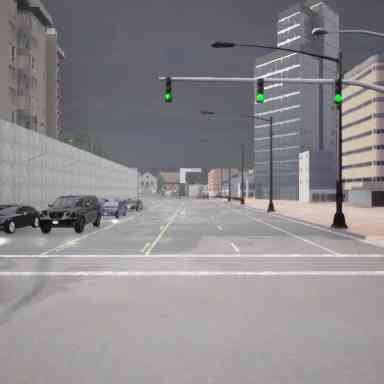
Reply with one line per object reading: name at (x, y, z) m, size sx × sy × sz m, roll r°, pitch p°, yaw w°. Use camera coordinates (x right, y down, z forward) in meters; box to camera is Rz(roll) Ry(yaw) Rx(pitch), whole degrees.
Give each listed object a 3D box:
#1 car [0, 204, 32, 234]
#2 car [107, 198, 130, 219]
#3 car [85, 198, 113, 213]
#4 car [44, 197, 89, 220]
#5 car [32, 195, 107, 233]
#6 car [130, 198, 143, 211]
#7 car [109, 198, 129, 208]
car at (-10.612, 1.505, 19.423) m, size 1.837 × 1.490 × 4.892 m, roll 0°, pitch 0°, yaw 0°
car at (-7.117, 1.526, 29.696) m, size 1.812 × 1.442 × 4.674 m, roll 0°, pitch 0°, yaw 0°
car at (-10.617, 1.505, 38.309) m, size 1.837 × 1.490 × 4.892 m, roll 0°, pitch 0°, yaw 0°
car at (-10.617, 1.352, 28.491) m, size 2.097 × 1.767 × 4.553 m, roll 0°, pitch 0°, yaw 0°
car at (-7.109, 1.221, 20.056) m, size 2.150 × 2.045 × 5.566 m, roll 0°, pitch 0°, yaw 0°
car at (-7.115, 1.491, 40.039) m, size 2.128 × 1.511 × 4.902 m, roll 0°, pitch 0°, yaw 0°
car at (-10.586, 1.601, 48.369) m, size 1.895 × 1.301 × 4.718 m, roll 0°, pitch 0°, yaw 0°
